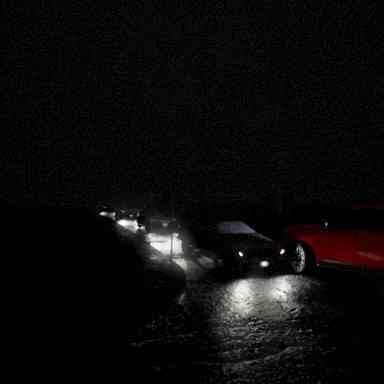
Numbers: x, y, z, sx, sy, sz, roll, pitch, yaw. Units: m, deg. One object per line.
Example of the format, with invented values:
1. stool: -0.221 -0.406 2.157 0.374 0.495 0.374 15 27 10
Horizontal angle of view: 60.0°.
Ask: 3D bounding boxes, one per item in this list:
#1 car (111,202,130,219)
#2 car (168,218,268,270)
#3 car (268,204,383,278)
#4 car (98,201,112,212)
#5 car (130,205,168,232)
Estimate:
1. car: -6.398 1.912 32.677 1.895 1.301 4.718 1 -1 -21
2. car: 1.046 1.638 11.716 2.033 1.411 5.357 1 -1 -21
3. car: 4.903 1.316 8.579 2.150 2.045 5.566 1 -1 -35
4. car: -11.651 1.952 45.489 1.837 1.490 4.892 1 -1 -23
5. car: -2.389 1.689 21.827 2.128 1.511 4.902 1 -1 -20
